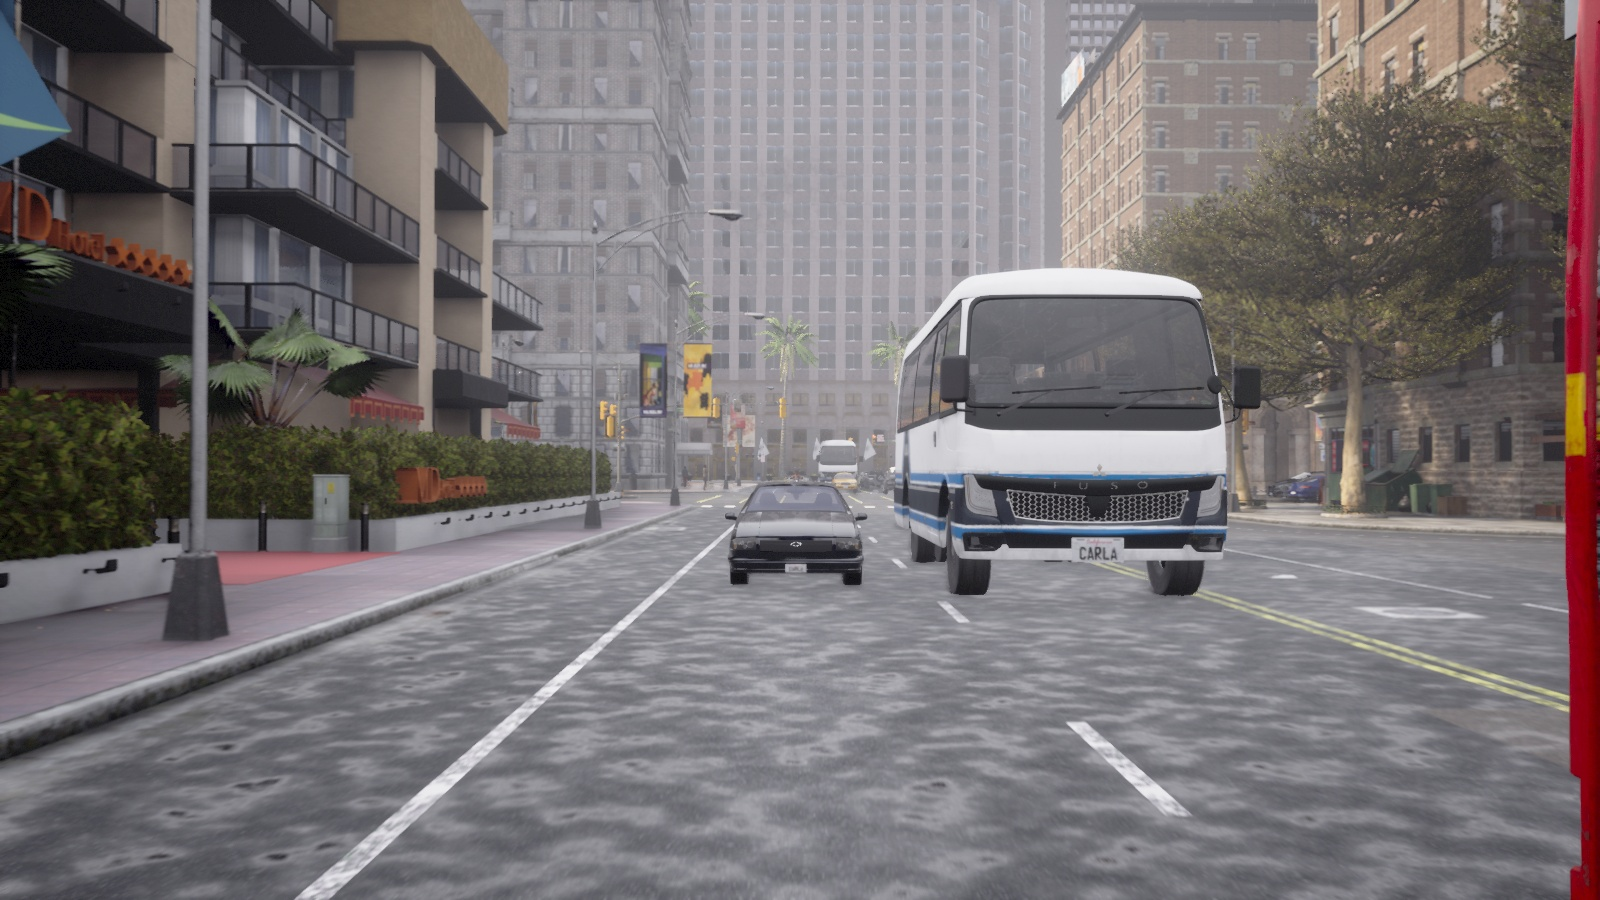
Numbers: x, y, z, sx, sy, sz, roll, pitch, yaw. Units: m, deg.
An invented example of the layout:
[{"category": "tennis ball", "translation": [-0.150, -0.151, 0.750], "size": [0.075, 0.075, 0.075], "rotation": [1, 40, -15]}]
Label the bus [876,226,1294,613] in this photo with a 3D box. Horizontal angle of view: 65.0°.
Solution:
[{"category": "bus", "translation": [3.447, -0.258, 18.993], "size": [3.944, 4.253, 10.273], "rotation": [0, -1, 0]}]

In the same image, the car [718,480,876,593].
[{"category": "car", "translation": [-0.047, 1.178, 18.866], "size": [2.033, 1.411, 5.357], "rotation": [0, -1, 0]}]

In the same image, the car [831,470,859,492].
[{"category": "car", "translation": [3.273, 2.287, 92.386], "size": [1.801, 1.575, 5.366], "rotation": [0, -1, 0]}]

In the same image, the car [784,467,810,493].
[{"category": "car", "translation": [-0.232, 2.212, 94.579], "size": [1.932, 1.855, 4.605], "rotation": [0, 0, 0]}]

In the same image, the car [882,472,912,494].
[{"category": "car", "translation": [6.784, 2.269, 88.220], "size": [1.837, 1.490, 4.892], "rotation": [0, -1, 1]}]

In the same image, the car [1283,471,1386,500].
[{"category": "car", "translation": [27.453, 1.810, 64.491], "size": [4.674, 1.442, 1.812], "rotation": [0, -1, -12]}]

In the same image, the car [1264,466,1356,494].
[{"category": "car", "translation": [30.438, 1.794, 75.091], "size": [4.611, 1.667, 2.242], "rotation": [0, -1, 1]}]
